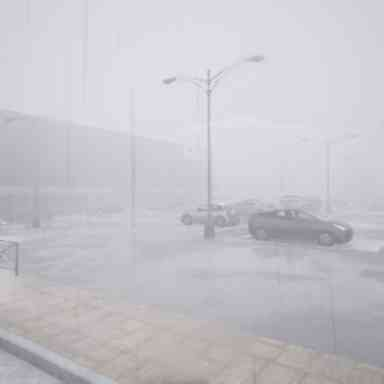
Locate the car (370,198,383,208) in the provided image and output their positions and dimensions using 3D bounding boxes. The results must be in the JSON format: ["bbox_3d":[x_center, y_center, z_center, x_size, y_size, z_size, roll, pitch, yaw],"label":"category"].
[{"bbox_3d":[28.505,1.610,49.007,3.806,1.475,1.970,0,0,35],"label":"car"}]

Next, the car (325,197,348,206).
[{"bbox_3d":[24.166,1.650,55.724,3.633,1.501,1.845,0,0,35],"label":"car"}]

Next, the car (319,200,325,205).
[{"bbox_3d":[13.325,1.374,40.630,4.605,1.855,1.932,0,0,35],"label":"car"}]

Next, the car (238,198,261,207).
[{"bbox_3d":[10.474,1.846,60.237,2.128,1.511,4.902,0,0,35],"label":"car"}]

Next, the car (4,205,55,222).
[{"bbox_3d":[-14.939,1.942,30.707,1.994,1.385,4.181,0,0,35],"label":"car"}]

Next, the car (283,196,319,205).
[{"bbox_3d":[11.984,1.351,38.020,3.866,1.878,1.905,0,0,35],"label":"car"}]

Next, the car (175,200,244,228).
[{"bbox_3d":[1.158,1.504,22.145,3.806,1.475,1.970,0,0,35],"label":"car"}]

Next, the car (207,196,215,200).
[{"bbox_3d":[4.336,1.575,51.540,2.150,2.045,5.566,0,0,35],"label":"car"}]

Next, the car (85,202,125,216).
[{"bbox_3d":[-9.859,1.884,37.888,1.837,1.490,4.892,0,0,35],"label":"car"}]

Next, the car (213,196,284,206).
[{"bbox_3d":[4.598,1.427,27.572,5.027,1.636,2.152,0,0,35],"label":"car"}]

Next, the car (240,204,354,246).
[{"bbox_3d":[4.800,1.522,15.085,4.514,1.523,2.007,0,0,35],"label":"car"}]

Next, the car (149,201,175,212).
[{"bbox_3d":[-4.073,1.943,46.037,1.994,1.385,4.181,0,0,36],"label":"car"}]
